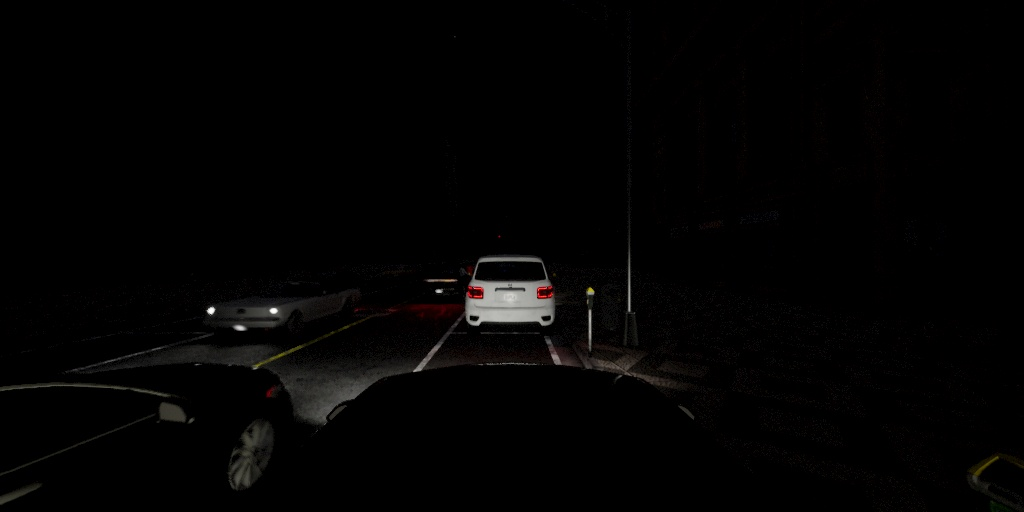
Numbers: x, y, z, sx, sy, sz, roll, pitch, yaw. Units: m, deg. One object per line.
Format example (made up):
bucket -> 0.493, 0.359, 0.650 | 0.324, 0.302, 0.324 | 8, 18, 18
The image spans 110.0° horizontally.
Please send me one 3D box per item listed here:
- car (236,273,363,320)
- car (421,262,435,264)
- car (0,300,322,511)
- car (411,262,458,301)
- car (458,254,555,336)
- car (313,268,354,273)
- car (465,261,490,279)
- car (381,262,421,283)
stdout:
car -> -6.245, 1.351, 10.448 | 1.895, 1.301, 4.718 | 0, 0, 0
car -> -8.922, 1.298, 34.154 | 1.888, 1.381, 4.507 | 0, 0, 0
car -> -3.047, 1.254, 1.506 | 1.837, 1.490, 4.892 | 0, 0, 0
car -> -3.046, 1.244, 17.418 | 2.128, 1.511, 4.902 | 0, 0, 0
car -> -0.039, 0.979, 10.530 | 2.150, 2.045, 5.566 | 0, 0, 0
car -> -8.919, 1.296, 17.578 | 1.888, 1.381, 4.507 | 0, 0, 0
car -> -3.145, 1.231, 33.403 | 1.882, 1.535, 5.008 | 0, 0, 0
car -> -8.921, 1.278, 28.459 | 1.751, 1.417, 4.829 | 0, 0, 0
